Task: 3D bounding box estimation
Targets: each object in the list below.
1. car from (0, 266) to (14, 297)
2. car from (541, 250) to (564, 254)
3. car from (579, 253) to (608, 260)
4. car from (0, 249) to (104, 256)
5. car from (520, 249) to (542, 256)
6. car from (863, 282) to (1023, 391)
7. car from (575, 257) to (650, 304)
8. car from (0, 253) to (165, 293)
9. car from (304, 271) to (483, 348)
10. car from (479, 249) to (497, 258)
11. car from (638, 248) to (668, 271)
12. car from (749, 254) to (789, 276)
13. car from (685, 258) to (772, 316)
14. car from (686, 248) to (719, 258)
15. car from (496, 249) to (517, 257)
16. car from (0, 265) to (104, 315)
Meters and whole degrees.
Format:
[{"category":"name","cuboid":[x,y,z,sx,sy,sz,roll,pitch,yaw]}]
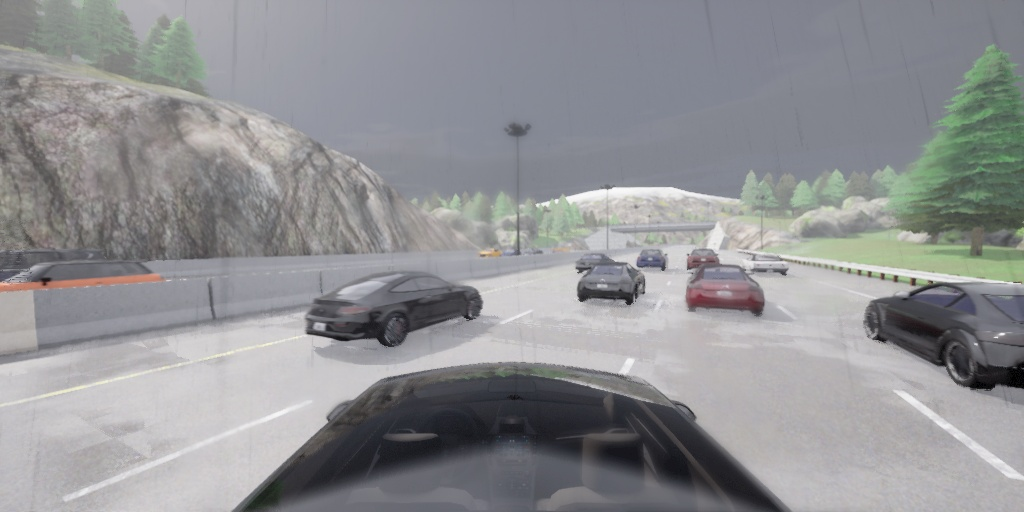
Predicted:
[{"category":"car","cuboid":[-23.699,1.170,14.000,1.895,1.301,4.718,0,2,29]},{"category":"car","cuboid":[6.226,-0.158,50.476,1.895,1.301,4.718,0,2,26]},{"category":"car","cuboid":[6.104,0.495,26.138,2.033,1.411,5.357,0,2,26]},{"category":"car","cuboid":[-19.696,0.756,14.043,2.150,2.045,5.566,1,2,28]},{"category":"car","cuboid":[3.093,-0.319,52.035,2.128,1.511,4.902,0,2,26]},{"category":"car","cuboid":[7.765,1.121,5.871,1.994,1.385,4.181,0,2,27]},{"category":"car","cuboid":[3.926,0.909,13.818,1.994,1.385,4.181,0,2,26]},{"category":"car","cuboid":[-13.538,0.936,10.761,2.097,1.767,4.553,0,2,28]},{"category":"car","cuboid":[-2.533,1.081,8.730,1.812,1.442,4.674,0,2,28]},{"category":"car","cuboid":[-3.217,-0.375,55.066,1.882,1.535,5.008,0,2,26]},{"category":"car","cuboid":[11.295,0.175,28.780,2.097,1.767,4.553,0,2,26]},{"category":"car","cuboid":[16.581,0.538,23.660,1.895,1.301,4.718,0,2,26]},{"category":"car","cuboid":[6.790,0.949,11.718,1.994,1.385,4.181,0,2,26]},{"category":"car","cuboid":[14.204,0.213,26.763,2.097,1.767,4.553,0,2,26]},{"category":"car","cuboid":[-0.048,-0.283,53.580,1.812,1.442,4.674,0,2,26]},{"category":"car","cuboid":[-17.194,1.146,11.295,2.033,1.411,5.357,0,2,28]}]
